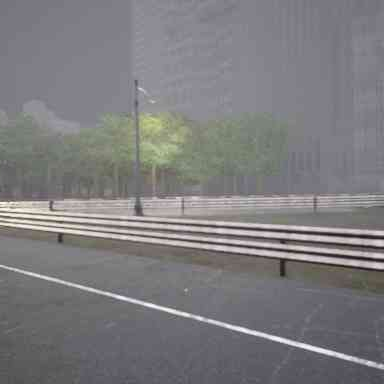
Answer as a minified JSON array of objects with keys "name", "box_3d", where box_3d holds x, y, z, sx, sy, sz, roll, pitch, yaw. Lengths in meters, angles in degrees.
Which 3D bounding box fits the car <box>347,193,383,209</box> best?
[{"name":"car","box_3d":[17.228,0.851,31.516,4.892,1.490,1.837,-1,0,-6]}]
